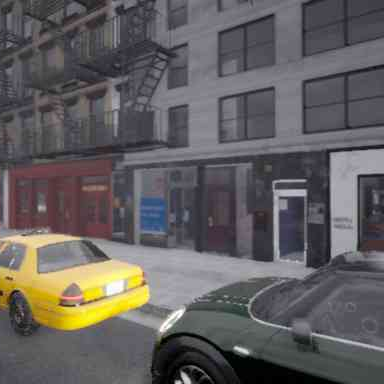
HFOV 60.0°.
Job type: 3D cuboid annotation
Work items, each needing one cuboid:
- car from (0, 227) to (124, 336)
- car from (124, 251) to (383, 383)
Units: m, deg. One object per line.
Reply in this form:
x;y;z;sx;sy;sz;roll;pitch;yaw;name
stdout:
-3.285;1.490;6.727;5.366;1.575;1.801;0;0;36;car
1.762;1.370;3.091;4.553;1.767;2.097;0;0;36;car
